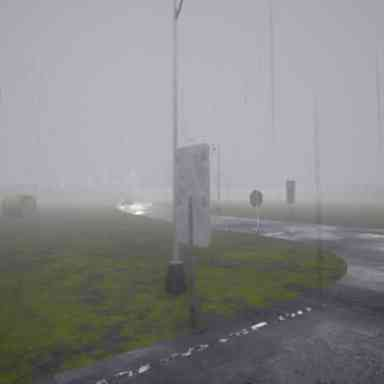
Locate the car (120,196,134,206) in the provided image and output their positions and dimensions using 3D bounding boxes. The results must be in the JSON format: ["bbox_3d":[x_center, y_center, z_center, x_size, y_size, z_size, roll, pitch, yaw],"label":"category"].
[{"bbox_3d":[-10.867,1.508,55.672,1.837,1.490,4.892,-1,0,-13],"label":"car"}]
